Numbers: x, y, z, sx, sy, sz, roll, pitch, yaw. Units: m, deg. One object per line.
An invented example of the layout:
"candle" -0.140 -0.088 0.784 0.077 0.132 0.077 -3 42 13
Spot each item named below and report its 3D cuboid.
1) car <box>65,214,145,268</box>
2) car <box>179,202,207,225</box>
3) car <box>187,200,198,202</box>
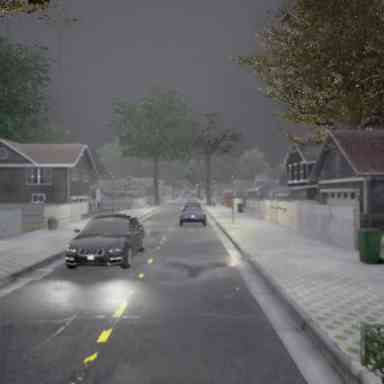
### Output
"car" -2.761 1.560 11.504 1.837 1.490 4.892 0 0 0
"car" 0.068 1.688 25.279 1.994 1.385 4.181 0 0 0
"car" 0.054 1.707 42.754 2.128 1.511 4.902 0 0 0
